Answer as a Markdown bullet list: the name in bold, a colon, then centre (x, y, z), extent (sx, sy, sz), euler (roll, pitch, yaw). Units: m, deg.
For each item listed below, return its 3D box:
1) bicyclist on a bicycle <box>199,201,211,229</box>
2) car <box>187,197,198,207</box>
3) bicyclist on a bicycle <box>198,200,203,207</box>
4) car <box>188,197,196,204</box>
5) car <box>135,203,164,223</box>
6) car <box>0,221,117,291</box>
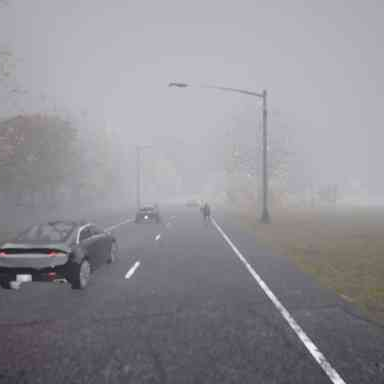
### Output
- **bicyclist on a bicycle**: centre (0.961, 1.560, 21.505), extent (0.582, 1.620, 1.656), euler (0, -1, 0)
- **car**: centre (0.079, 1.848, 56.555), extent (1.994, 1.385, 4.181), euler (0, 0, 0)
- **bicyclist on a bicycle**: centre (0.977, 1.593, 31.350), extent (0.866, 1.612, 1.509), euler (0, 0, 0)
- **car**: centre (-0.014, 1.897, 74.121), extent (1.812, 1.442, 4.674), euler (0, 0, 0)
- **car**: centre (-3.407, 1.640, 27.138), extent (1.837, 1.490, 4.892), euler (0, 0, 0)
- **car**: centre (-3.401, 1.538, 9.164), extent (2.128, 1.511, 4.902), euler (0, 0, 0)
